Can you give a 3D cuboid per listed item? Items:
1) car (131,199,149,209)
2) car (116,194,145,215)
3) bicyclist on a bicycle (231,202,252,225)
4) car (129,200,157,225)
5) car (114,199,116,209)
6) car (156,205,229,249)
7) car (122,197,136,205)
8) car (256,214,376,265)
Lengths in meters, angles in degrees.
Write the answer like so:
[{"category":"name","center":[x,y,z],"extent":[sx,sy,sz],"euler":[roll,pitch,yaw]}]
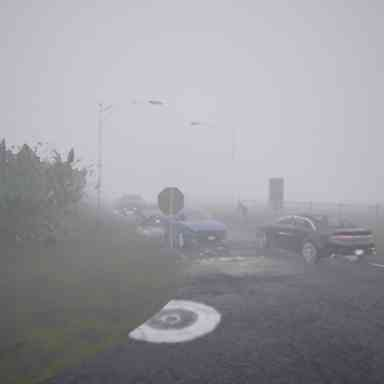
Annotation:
[{"category":"car","center":[-7.529,1.643,48.000],"extent":[1.895,1.301,4.718],"euler":[1,0,-18]},{"category":"car","center":[-6.161,1.213,34.052],"extent":[2.150,2.045,5.566],"euler":[1,0,-18]},{"category":"bicyclist on a bicycle","center":[3.488,1.497,23.453],"extent":[1.656,1.620,0.582],"euler":[-1,0,-18]},{"category":"car","center":[-3.049,1.532,24.300],"extent":[2.033,1.411,5.357],"euler":[1,0,-18]},{"category":"car","center":[-9.287,1.490,43.928],"extent":[2.128,1.511,4.902],"euler":[1,0,-17]},{"category":"car","center":[-0.016,1.456,14.830],"extent":[1.882,1.535,5.008],"euler":[1,0,-18]},{"category":"car","center":[-11.452,1.576,60.230],"extent":[1.812,1.442,4.674],"euler":[1,0,-18]},{"category":"car","center":[4.047,1.509,11.811],"extent":[2.128,1.511,4.902],"euler":[1,0,-18]}]
